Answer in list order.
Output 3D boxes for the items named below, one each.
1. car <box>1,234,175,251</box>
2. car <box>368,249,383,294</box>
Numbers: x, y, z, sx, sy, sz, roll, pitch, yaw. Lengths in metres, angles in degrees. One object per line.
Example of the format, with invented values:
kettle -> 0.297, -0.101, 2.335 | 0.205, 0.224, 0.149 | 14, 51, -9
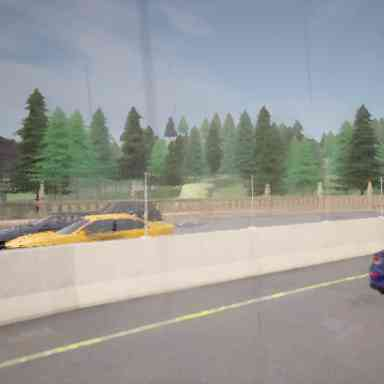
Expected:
car -> -2.890, 1.431, 10.230 | 5.008, 1.535, 1.882 | -1, 0, -32
car -> 5.655, 1.436, 6.993 | 4.674, 1.442, 1.812 | -1, 0, -30
